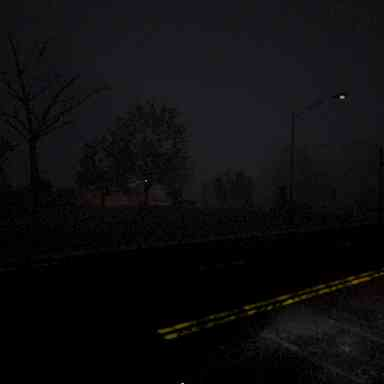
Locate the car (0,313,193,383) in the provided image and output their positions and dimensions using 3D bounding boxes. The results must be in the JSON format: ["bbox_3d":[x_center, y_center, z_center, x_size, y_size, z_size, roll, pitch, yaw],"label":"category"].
[{"bbox_3d":[-2.188,1.491,1.877,4.902,1.511,2.128,0,0,-36],"label":"car"}]

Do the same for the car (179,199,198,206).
[{"bbox_3d":[-0.726,1.896,60.070,1.994,1.385,4.181,2,-2,-33],"label":"car"}]

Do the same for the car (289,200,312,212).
[{"bbox_3d":[12.688,1.666,40.978,1.882,1.535,5.008,2,-2,-36],"label":"car"}]
